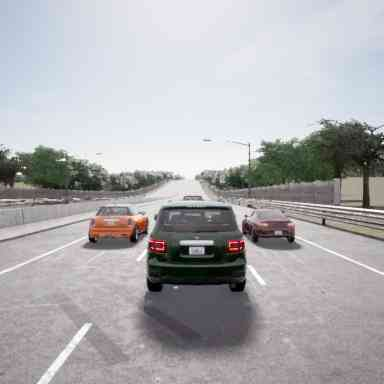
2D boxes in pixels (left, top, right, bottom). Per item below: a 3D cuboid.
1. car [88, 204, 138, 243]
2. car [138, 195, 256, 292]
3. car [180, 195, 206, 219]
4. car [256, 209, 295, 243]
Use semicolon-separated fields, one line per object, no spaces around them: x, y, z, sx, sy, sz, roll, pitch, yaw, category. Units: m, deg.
-3.420;1.352;16.308;2.097;1.767;4.553;0;0;1;car
0.091;1.218;9.078;2.150;2.045;5.566;0;0;0;car
0.070;1.264;30.583;2.150;2.045;5.566;0;0;0;car
3.584;1.526;16.075;1.812;1.442;4.674;0;0;0;car
